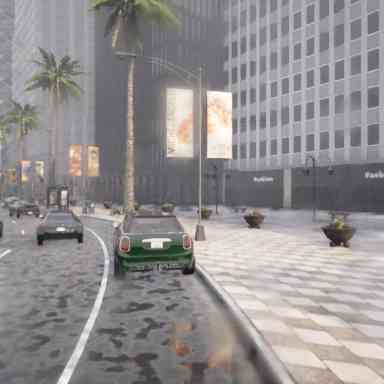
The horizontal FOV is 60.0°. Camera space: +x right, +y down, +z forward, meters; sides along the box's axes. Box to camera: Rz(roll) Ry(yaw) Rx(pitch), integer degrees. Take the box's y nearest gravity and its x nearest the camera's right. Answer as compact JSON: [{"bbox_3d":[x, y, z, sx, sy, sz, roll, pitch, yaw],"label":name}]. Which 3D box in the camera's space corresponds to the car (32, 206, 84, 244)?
[{"bbox_3d":[-6.393,1.560,16.099,1.994,1.385,4.181,0,0,-23],"label":"car"}]

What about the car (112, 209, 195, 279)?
[{"bbox_3d":[-1.383,1.352,10.393,2.097,1.767,4.553,0,0,-14],"label":"car"}]

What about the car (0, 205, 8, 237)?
[{"bbox_3d":[-9.671,1.518,14.866,1.812,1.442,4.674,0,0,-23],"label":"car"}]

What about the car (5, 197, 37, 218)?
[{"bbox_3d":[-15.188,1.496,30.020,1.837,1.490,4.892,0,0,-38],"label":"car"}]
